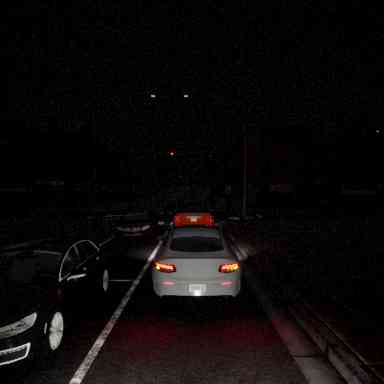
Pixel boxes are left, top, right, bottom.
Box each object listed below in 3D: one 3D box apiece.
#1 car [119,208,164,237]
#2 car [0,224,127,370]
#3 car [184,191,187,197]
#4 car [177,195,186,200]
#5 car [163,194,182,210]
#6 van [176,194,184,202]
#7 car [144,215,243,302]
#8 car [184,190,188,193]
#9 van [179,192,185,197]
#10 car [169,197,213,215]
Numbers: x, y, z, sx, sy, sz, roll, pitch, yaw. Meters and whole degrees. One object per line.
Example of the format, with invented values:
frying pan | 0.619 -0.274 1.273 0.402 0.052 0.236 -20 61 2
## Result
car | -2.674 1.582 16.751 1.802 1.307 4.206 -2 0 0
car | -2.664 1.548 5.857 2.008 1.369 4.403 -2 0 0
car | -2.730 1.308 71.228 2.192 1.841 5.009 -1 0 0
car | -2.737 1.430 87.849 2.008 1.369 4.403 -1 0 0
car | -2.705 1.484 43.529 1.967 1.590 4.097 -2 0 0
van | -2.733 1.302 76.765 1.690 1.788 3.998 -1 0 0
car | 0.093 1.523 8.149 1.812 1.442 4.674 0 0 0
car | -2.744 1.132 93.398 2.192 1.841 5.009 -1 1 0
van | -2.724 1.360 65.685 1.690 1.788 3.998 -1 0 0
car | 0.083 1.353 18.112 2.097 1.767 4.553 0 0 0
